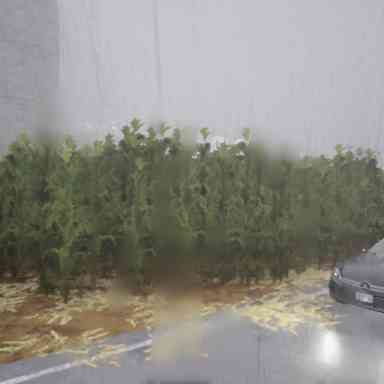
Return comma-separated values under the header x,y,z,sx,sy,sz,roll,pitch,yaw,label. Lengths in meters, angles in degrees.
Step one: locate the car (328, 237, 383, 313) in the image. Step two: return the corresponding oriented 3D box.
x,y,z,sx,sy,sz,roll,pitch,yaw,label
4.876,1.580,7.091,4.674,1.442,1.812,1,0,-35,car
